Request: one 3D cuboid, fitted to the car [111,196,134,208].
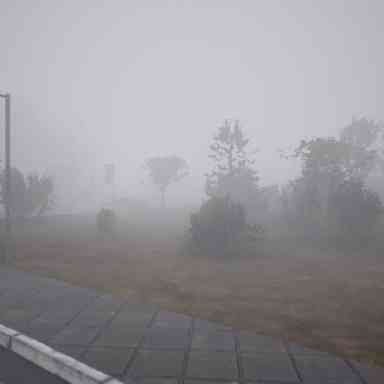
[{"bbox_3d":[-8.371,1.421,46.856,2.128,1.511,4.902,0,1,39],"label":"car"}]

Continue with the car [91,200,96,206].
[{"bbox_3d":[-13.413,1.397,52.063,1.882,1.535,5.008,0,1,39],"label":"car"}]

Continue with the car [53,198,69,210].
[{"bbox_3d":[-17.685,1.484,41.197,2.128,1.511,4.902,0,0,39],"label":"car"}]

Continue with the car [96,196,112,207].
[{"bbox_3d":[-11.215,1.529,49.217,1.895,1.301,4.718,0,1,39],"label":"car"}]
